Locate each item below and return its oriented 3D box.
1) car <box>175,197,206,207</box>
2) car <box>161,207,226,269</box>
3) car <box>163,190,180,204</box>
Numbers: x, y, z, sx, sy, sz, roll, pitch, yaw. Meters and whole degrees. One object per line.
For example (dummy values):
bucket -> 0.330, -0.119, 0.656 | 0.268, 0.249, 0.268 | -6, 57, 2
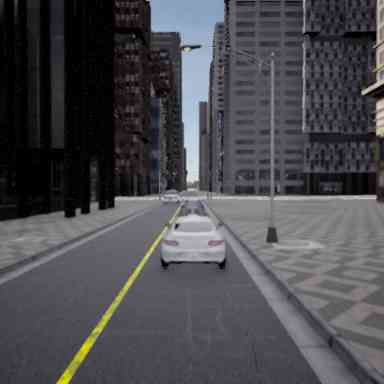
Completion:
car -> 0.061, 1.319, 25.052 | 2.033, 1.411, 5.357 | 0, 1, 1
car -> 0.058, 1.427, 10.713 | 1.812, 1.442, 4.674 | 0, 1, 1
car -> -3.049, 0.773, 50.023 | 2.150, 2.045, 5.566 | 0, 0, 0
